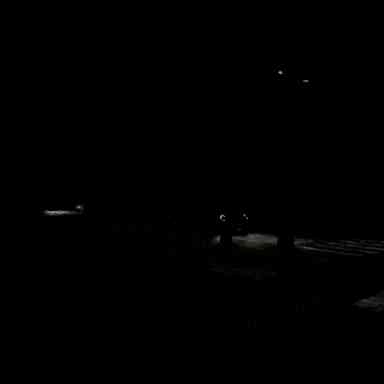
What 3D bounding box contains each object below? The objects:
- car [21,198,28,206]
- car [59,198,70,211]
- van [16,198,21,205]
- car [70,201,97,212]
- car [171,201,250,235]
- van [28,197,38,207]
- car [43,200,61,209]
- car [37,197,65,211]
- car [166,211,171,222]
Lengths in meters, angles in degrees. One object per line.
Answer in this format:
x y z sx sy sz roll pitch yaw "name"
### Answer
-34.202 2.049 70.769 2.192 1.841 5.009 0 -1 -37 "car"
-17.240 1.926 47.877 1.887 1.381 4.507 0 -1 -37 "car"
-40.986 2.226 79.925 1.690 1.788 3.998 0 -1 -37 "van"
-13.949 1.842 43.436 1.752 1.417 4.829 0 -1 -37 "car"
1.108 1.334 18.699 2.097 1.767 4.553 1 -1 -37 "car"
-30.810 2.002 66.191 1.690 1.788 3.998 0 -1 -37 "van"
-24.024 2.100 57.033 1.802 1.307 4.206 0 -1 -37 "car"
-19.806 1.838 46.926 2.128 1.511 4.902 1 -1 -37 "car"
-0.277 1.619 24.989 2.008 1.369 4.403 0 -1 -37 "car"
